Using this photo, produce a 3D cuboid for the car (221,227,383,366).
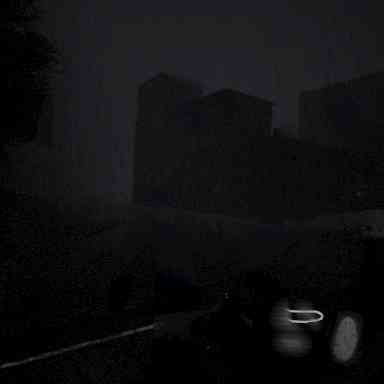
[{"bbox_3d":[2.752,1.451,5.952,5.008,1.535,1.882,-1,0,-35],"label":"car"}]
